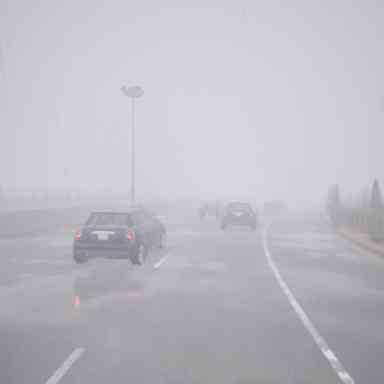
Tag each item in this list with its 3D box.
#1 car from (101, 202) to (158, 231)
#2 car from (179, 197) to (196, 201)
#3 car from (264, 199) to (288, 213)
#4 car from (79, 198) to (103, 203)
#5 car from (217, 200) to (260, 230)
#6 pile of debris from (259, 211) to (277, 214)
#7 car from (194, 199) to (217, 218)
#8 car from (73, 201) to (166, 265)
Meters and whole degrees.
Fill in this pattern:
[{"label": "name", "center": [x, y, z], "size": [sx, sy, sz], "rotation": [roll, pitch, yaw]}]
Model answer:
[{"label": "car", "center": [-3.916, 1.494, 21.887], "size": [1.837, 1.490, 4.892], "rotation": [0, 0, 14]}, {"label": "car", "center": [-0.631, 1.556, 49.153], "size": [1.837, 1.490, 4.892], "rotation": [0, 0, 30]}, {"label": "car", "center": [9.700, 1.536, 38.359], "size": [1.882, 1.535, 5.008], "rotation": [0, 0, 27]}, {"label": "car", "center": [-12.419, 1.480, 41.109], "size": [1.812, 1.442, 4.674], "rotation": [0, 0, 23]}, {"label": "car", "center": [3.234, 1.375, 21.594], "size": [2.097, 1.767, 4.553], "rotation": [0, 0, 14]}, {"label": "pile of debris", "center": [8.261, 2.227, 35.961], "size": [1.500, 0.140, 1.860], "rotation": [0, 0, 25]}, {"label": "car", "center": [2.021, 1.525, 29.394], "size": [1.837, 1.490, 4.892], "rotation": [0, 0, 19]}, {"label": "car", "center": [-2.333, 1.345, 11.866], "size": [2.097, 1.767, 4.553], "rotation": [0, 0, 8]}]
